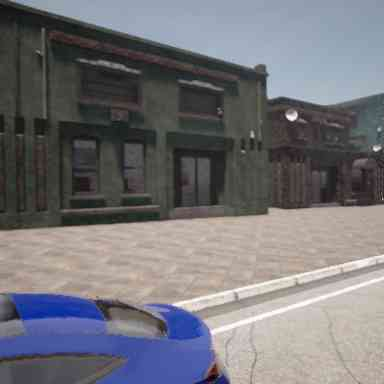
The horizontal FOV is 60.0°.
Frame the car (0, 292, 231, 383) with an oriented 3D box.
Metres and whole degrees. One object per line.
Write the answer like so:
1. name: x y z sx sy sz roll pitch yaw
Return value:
1. car: -1.824 1.526 2.061 4.674 1.442 1.812 0 0 -36
